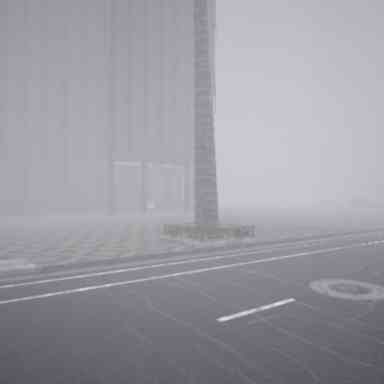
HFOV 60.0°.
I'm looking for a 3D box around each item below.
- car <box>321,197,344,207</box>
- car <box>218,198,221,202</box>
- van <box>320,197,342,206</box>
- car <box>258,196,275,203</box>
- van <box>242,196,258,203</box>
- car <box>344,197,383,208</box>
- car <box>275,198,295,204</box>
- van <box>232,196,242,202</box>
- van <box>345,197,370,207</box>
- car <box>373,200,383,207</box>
[{"bbox_3d":[25.731,2.036,60.827,1.802,1.307,4.206,1,0,-36],"label":"car"},{"bbox_3d":[5.937,2.002,88.550,2.008,1.369,4.403,1,0,-36],"label":"car"},{"bbox_3d":[29.371,1.892,70.404,1.690,1.788,3.998,1,0,-36],"label":"van"},{"bbox_3d":[19.471,2.132,84.264,1.802,1.307,4.206,1,0,-36],"label":"car"},{"bbox_3d":[16.174,1.891,88.886,1.690,1.788,3.998,1,0,-36],"label":"van"},{"bbox_3d":[29.033,1.772,56.208,2.192,1.841,5.009,1,0,-36],"label":"car"},{"bbox_3d":[22.770,2.132,79.643,1.802,1.307,4.206,1,0,-36],"label":"car"},{"bbox_3d":[12.875,1.892,93.507,1.690,1.788,3.998,1,0,-36],"label":"van"},{"bbox_3d":[32.670,1.894,65.784,1.690,1.788,3.998,1,0,-36],"label":"van"},{"bbox_3d":[35.967,2.138,61.162,1.802,1.307,4.206,1,0,-36],"label":"car"}]
